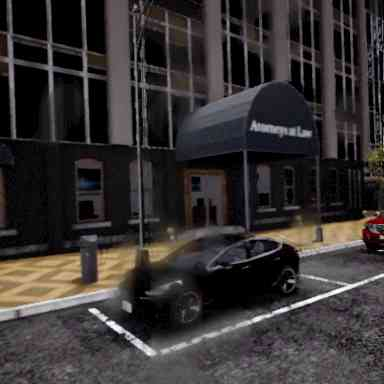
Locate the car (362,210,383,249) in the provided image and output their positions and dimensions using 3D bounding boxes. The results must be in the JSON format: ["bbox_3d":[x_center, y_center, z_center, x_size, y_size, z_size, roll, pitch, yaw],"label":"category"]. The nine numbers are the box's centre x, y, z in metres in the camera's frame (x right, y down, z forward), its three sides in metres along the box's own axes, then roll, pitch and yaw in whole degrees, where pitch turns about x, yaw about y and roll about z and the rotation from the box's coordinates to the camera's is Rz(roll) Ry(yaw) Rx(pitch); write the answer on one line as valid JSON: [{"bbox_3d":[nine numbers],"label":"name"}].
[{"bbox_3d":[8.878,1.280,13.392,5.009,1.841,2.192,-1,-2,-37],"label":"car"}]

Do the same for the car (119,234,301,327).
[{"bbox_3d":[0.582,1.636,7.221,4.313,1.339,1.947,-1,-2,-37],"label":"car"}]
